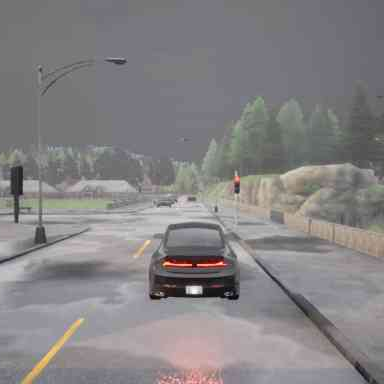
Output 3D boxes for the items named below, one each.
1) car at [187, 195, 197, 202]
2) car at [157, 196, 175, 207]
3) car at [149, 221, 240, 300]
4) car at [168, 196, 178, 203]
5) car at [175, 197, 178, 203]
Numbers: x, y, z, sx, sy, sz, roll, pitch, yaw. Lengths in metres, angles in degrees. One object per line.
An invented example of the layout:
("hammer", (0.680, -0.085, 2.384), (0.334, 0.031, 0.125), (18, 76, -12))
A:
("car", (-0.027, 1.324, 70.993), (1.882, 1.535, 5.008), (0, 0, 0))
("car", (-4.114, 1.564, 49.740), (1.994, 1.385, 4.181), (0, 0, 0))
("car", (0.058, 1.505, 8.375), (1.837, 1.490, 4.892), (0, 0, 0))
("car", (-4.026, 1.595, 69.937), (1.895, 1.301, 4.718), (0, 0, 0))
("car", (-4.100, 1.505, 59.755), (1.837, 1.490, 4.892), (0, 0, 0))
